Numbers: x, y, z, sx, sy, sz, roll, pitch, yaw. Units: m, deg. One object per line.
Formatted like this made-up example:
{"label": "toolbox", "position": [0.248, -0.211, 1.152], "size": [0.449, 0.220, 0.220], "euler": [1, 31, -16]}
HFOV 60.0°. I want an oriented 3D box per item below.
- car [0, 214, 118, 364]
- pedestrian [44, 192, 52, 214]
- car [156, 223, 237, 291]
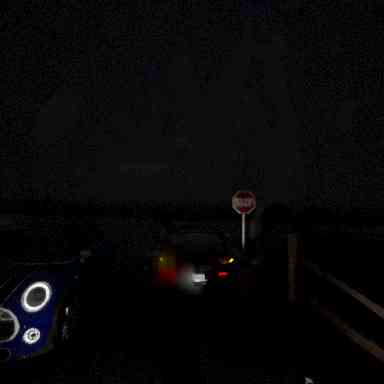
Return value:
{"label": "car", "position": [-2.836, 1.375, 6.234], "size": [2.097, 1.767, 4.553], "euler": [0, 0, 0]}
{"label": "pedestrian", "position": [-12.019, 0.903, 27.698], "size": [0.375, 1.860, 0.375], "euler": [0, 1, 0]}
{"label": "car", "position": [0.089, 1.559, 8.963], "size": [1.812, 1.442, 4.674], "euler": [0, 0, 0]}
